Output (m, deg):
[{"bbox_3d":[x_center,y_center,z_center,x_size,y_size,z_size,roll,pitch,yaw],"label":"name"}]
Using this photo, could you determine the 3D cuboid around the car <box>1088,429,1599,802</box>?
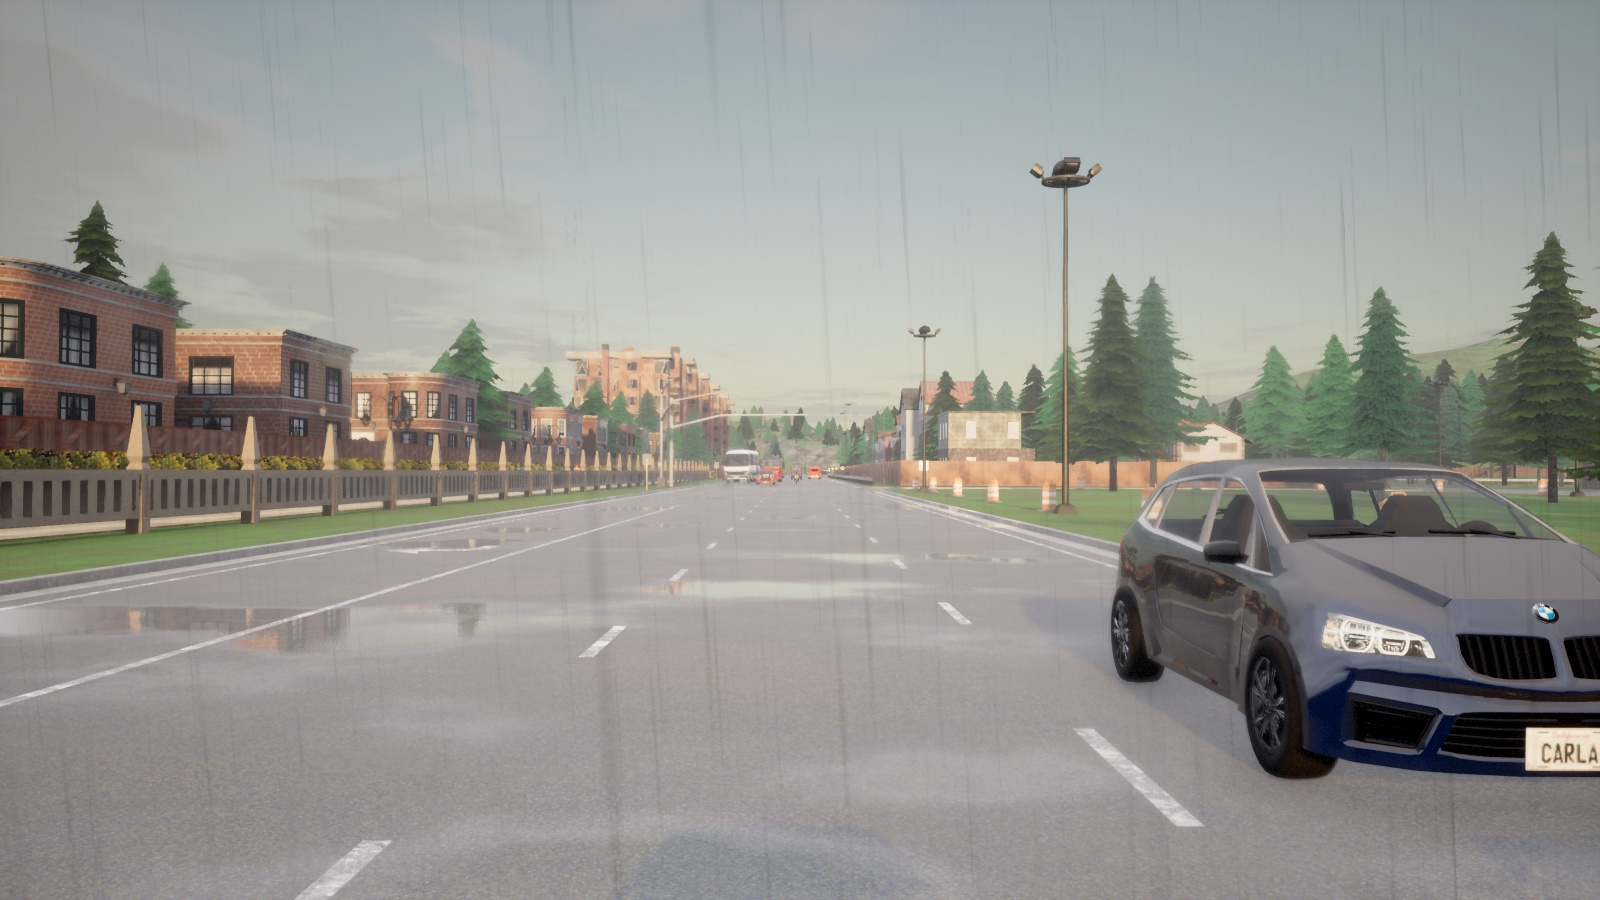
[{"bbox_3d":[3.480,0.778,7.948,2.242,1.667,4.611,0,-1,0],"label":"car"}]
